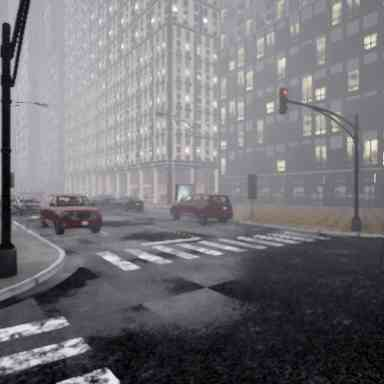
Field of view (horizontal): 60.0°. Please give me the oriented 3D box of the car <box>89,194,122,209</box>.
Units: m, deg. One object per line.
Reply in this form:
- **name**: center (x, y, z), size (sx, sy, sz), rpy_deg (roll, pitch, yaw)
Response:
- **car**: center (-9.227, 0.947, 35.163), size (1.947, 1.339, 4.313), rpy_deg (1, 0, -36)

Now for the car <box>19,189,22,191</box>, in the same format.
- **car**: center (-35.303, 0.079, 71.071), size (1.887, 1.381, 4.507), rpy_deg (1, 0, -36)

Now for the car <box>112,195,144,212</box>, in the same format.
- **car**: center (-5.967, 1.051, 30.675), size (1.947, 1.339, 4.313), rpy_deg (1, 0, -36)

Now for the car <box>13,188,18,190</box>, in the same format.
- **car**: center (-38.563, -0.028, 75.559), size (1.887, 1.381, 4.507), rpy_deg (1, 0, -36)

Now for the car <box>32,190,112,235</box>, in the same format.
- **car**: center (-6.186, 1.001, 16.724), size (2.192, 1.841, 5.009), rpy_deg (1, 0, -36)

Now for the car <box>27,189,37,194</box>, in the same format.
- **car**: center (-28.784, 0.292, 62.094), size (1.887, 1.381, 4.507), rpy_deg (1, 0, -36)

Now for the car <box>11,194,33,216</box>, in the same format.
- **car**: center (-12.711, 1.061, 25.700), size (1.802, 1.307, 4.206), rpy_deg (1, 0, -36)

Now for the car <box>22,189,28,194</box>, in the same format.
- **car**: center (-32.041, 0.081, 66.582), size (1.967, 1.590, 4.097), rpy_deg (1, 0, -36)

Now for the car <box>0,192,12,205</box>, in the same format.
- **car**: center (-22.488, 0.747, 39.161), size (1.802, 1.307, 4.206), rpy_deg (1, 0, -36)

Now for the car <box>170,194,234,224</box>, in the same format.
- **car**: center (0.558, 1.008, 21.697), size (2.192, 1.841, 5.009), rpy_deg (1, 0, -36)

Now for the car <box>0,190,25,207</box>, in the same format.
- **car**: center (-19.229, 0.821, 34.674), size (2.008, 1.369, 4.403), rpy_deg (1, 0, -36)
